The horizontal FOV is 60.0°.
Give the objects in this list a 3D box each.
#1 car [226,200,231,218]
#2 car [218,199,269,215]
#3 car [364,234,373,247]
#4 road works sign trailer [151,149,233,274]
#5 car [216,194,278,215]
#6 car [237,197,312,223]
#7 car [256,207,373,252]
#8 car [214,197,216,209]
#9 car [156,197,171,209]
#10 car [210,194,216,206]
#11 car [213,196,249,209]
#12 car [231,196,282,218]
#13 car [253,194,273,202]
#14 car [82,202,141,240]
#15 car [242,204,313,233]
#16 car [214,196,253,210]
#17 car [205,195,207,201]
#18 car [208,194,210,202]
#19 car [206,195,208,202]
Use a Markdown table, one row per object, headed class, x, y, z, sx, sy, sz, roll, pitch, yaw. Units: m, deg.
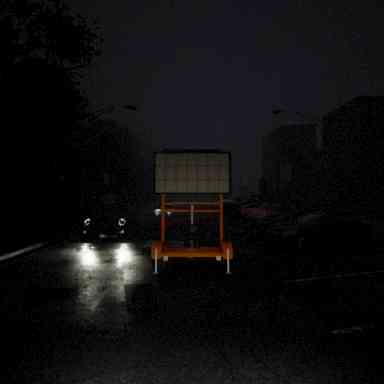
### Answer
| class | x | y | z | sx | sy | sz | roll | pitch | yaw |
| --- | --- | --- | --- | --- | --- | --- | --- | --- | --- |
| car | 5.360 | 1.539 | 25.818 | 4.674 | 1.452 | 2.002 | 1 | 0 | -20 |
| car | 5.377 | 1.545 | 34.811 | 4.792 | 1.488 | 2.163 | 1 | 0 | -20 |
| car | 5.313 | 1.487 | 4.808 | 4.892 | 1.521 | 2.231 | 1 | 0 | -20 |
| road works sign trailer | 0.007 | 0.465 | 10.537 | 2.380 | 3.560 | 2.880 | 0 | 0 | 0 |
| car | 5.367 | 1.252 | 28.796 | 5.566 | 2.045 | 2.435 | 1 | 0 | -20 |
| car | 5.372 | 1.366 | 19.820 | 4.553 | 1.767 | 2.185 | 1 | 0 | -20 |
| car | 5.322 | 1.528 | 13.808 | 4.674 | 1.452 | 2.002 | 1 | 0 | -20 |
| car | 5.217 | 1.503 | 31.754 | 5.366 | 1.575 | 1.946 | 1 | 0 | -20 |
| car | -3.911 | 1.541 | 46.428 | 1.882 | 1.535 | 5.008 | 0 | 0 | 0 |
| car | 5.397 | 1.271 | 37.813 | 5.566 | 2.045 | 2.435 | 1 | 0 | -20 |
| car | 5.430 | 1.424 | 46.828 | 4.553 | 1.767 | 2.185 | 1 | 0 | -20 |
| car | 5.384 | 1.370 | 22.821 | 4.553 | 1.767 | 2.185 | 1 | 0 | -20 |
| car | 18.531 | 1.464 | 86.854 | 2.435 | 2.045 | 5.566 | 0 | 0 | -21 |
| car | -3.944 | 1.355 | 16.864 | 2.097 | 1.767 | 4.553 | 0 | 0 | 0 |
| car | 5.301 | 1.518 | 16.800 | 4.792 | 1.488 | 2.163 | 1 | 0 | -20 |
| car | 5.417 | 1.414 | 43.827 | 4.553 | 1.767 | 2.185 | 1 | 0 | -20 |
| car | 5.535 | 1.392 | 70.886 | 5.566 | 2.045 | 2.435 | 1 | 0 | -20 |
| car | 5.518 | 1.447 | 52.845 | 4.553 | 1.767 | 2.185 | 1 | 0 | -20 |
| car | 5.486 | 1.584 | 55.848 | 5.008 | 1.535 | 2.097 | 1 | -1 | -20 |
